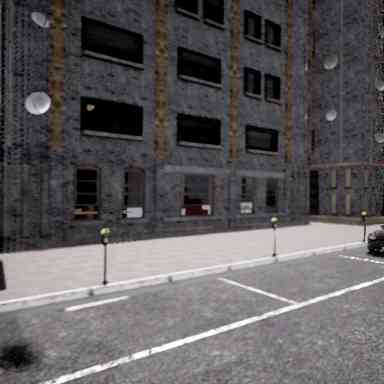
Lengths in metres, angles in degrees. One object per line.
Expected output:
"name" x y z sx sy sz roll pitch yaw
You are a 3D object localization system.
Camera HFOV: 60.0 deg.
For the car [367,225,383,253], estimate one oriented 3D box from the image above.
"car" 8.373 1.587 12.515 4.313 1.339 1.947 0 0 -35
